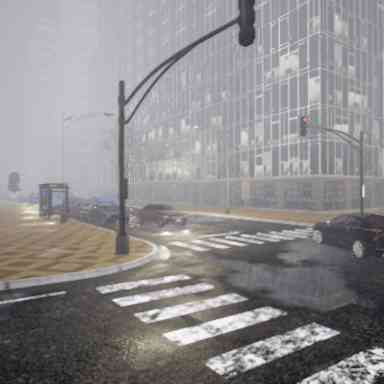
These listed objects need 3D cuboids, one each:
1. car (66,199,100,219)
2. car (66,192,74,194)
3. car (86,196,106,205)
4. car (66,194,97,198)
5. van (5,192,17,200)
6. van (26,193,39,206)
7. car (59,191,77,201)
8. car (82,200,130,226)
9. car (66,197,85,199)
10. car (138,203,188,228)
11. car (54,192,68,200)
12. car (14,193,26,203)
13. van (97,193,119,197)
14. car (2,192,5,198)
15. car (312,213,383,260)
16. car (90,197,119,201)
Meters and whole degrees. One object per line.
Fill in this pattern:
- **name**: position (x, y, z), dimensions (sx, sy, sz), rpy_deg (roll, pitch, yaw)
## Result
- **car**: position (-9.076, 1.493, 27.994), dimensions (1.802, 1.307, 4.206), rpy_deg (0, 0, -34)
- **car**: position (-21.299, 1.140, 60.941), dimensions (1.802, 1.307, 4.206), rpy_deg (0, 0, -34)
- **car**: position (-14.887, 1.244, 51.554), dimensions (1.802, 1.307, 4.206), rpy_deg (0, 0, -34)
- **car**: position (-13.356, 1.342, 39.049), dimensions (2.033, 1.411, 5.357), rpy_deg (0, 1, -34)
- **van**: position (-37.835, 0.787, 70.291), dimensions (1.690, 1.788, 3.998), rpy_deg (0, 0, -34)
- **van**: position (-21.805, 1.049, 46.826), dimensions (1.690, 1.788, 3.998), rpy_deg (0, 0, -34)
- **car**: position (-24.503, 0.820, 65.632), dimensions (2.192, 1.841, 5.009), rpy_deg (0, 0, -34)
- **car**: position (-5.884, 1.528, 23.289), dimensions (1.947, 1.339, 4.313), rpy_deg (0, 0, -34)
- **car**: position (-12.234, 1.427, 32.720), dimensions (1.947, 1.339, 4.313), rpy_deg (0, 0, -34)
- **car**: position (-2.127, 1.496, 22.597), dimensions (1.812, 1.442, 4.674), rpy_deg (0, 1, -34)
- **car**: position (-27.710, 0.893, 70.325), dimensions (1.967, 1.590, 4.097), rpy_deg (0, 0, -34)
- **car**: position (-28.219, 1.154, 56.213), dimensions (2.008, 1.369, 4.403), rpy_deg (0, 0, -34)
- **van**: position (-11.679, 1.055, 46.859), dimensions (1.690, 1.788, 3.998), rpy_deg (0, 0, -34)
- **car**: position (-41.042, 0.833, 74.984), dimensions (1.967, 1.590, 4.097), rpy_deg (0, 0, -34)
- **car**: position (6.520, 1.553, 12.938), dimensions (1.882, 1.535, 5.008), rpy_deg (1, 0, -5)
- **car**: position (-7.497, 1.451, 30.453), dimensions (1.994, 1.385, 4.181), rpy_deg (0, 1, -35)
